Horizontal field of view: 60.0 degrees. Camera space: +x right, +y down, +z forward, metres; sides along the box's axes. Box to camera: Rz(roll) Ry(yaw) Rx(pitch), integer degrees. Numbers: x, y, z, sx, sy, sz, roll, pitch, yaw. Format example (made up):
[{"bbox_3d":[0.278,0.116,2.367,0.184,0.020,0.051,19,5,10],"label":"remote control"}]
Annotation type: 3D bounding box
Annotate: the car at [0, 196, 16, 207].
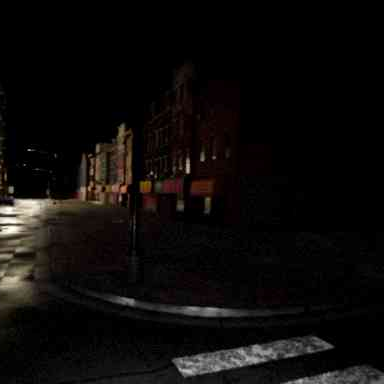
[{"bbox_3d":[-23.546,1.193,42.055,1.895,1.301,4.718,1,0,-23],"label":"car"}]
